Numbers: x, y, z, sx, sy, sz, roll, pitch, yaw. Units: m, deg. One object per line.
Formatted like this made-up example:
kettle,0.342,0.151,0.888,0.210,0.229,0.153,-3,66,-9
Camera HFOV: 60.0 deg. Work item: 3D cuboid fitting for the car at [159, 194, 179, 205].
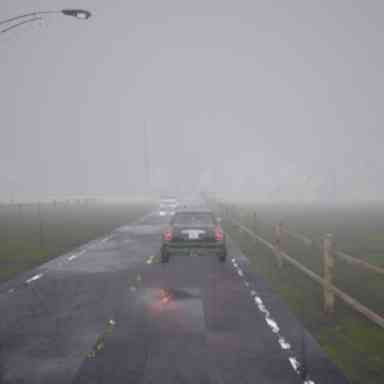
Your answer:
car,-2.855,1.280,42.127,2.150,2.045,5.566,0,0,0

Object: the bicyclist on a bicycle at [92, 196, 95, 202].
bicyclist on a bicycle,-22.524,1.610,75.963,0.582,1.620,1.656,0,0,0

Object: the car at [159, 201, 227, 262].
car,0.067,1.372,12.391,2.097,1.767,4.553,0,0,0

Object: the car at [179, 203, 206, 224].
car,0.057,1.641,26.428,1.895,1.301,4.718,0,0,0
